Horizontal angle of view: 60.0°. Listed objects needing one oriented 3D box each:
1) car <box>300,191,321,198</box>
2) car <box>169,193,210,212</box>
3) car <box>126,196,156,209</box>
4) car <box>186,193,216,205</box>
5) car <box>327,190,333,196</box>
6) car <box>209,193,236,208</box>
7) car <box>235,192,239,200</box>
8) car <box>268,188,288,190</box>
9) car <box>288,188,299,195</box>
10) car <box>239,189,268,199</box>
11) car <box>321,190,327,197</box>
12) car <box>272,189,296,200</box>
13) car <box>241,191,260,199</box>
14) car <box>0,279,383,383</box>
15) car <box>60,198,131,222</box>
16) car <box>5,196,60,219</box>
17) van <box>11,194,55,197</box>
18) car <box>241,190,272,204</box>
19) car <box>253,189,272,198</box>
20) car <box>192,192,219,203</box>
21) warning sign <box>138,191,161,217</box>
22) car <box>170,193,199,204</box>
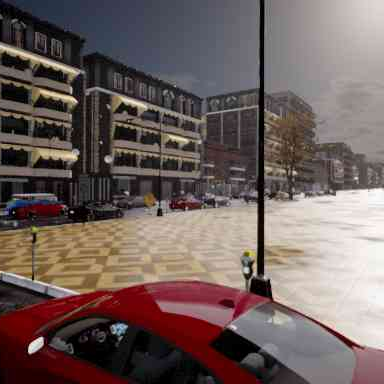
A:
[{"bbox_3d":[24.864,0.455,69.557,2.008,1.369,4.403,2,2,35],"label":"car"},{"bbox_3d":[-0.435,1.140,32.883,1.887,1.381,4.507,2,2,35],"label":"car"},{"bbox_3d":[-6.045,1.120,34.966,2.033,1.411,5.357,1,1,34],"label":"car"},{"bbox_3d":[1.310,0.896,45.595,1.812,1.442,4.674,1,1,35],"label":"car"},{"bbox_3d":[34.350,0.088,83.306,1.967,1.590,4.097,2,2,35],"label":"car"},{"bbox_3d":[2.728,1.059,37.467,2.008,1.369,4.403,2,2,35],"label":"car"},{"bbox_3d":[8.479,0.662,60.563,1.947,1.339,4.313,2,2,35],"label":"car"},{"bbox_3d":[15.679,0.579,60.831,1.837,1.490,4.892,1,1,35],"label":"car"},{"bbox_3d":[24.291,-0.017,83.476,2.192,1.841,5.009,2,2,35],"label":"car"},{"bbox_3d":[9.782,0.727,52.274,2.128,1.511,4.902,1,1,35],"label":"car"},{"bbox_3d":[28.025,0.369,74.140,2.008,1.369,4.403,2,2,35],"label":"car"},{"bbox_3d":[15.474,0.684,55.944,1.752,1.417,4.829,2,2,35],"label":"car"},{"bbox_3d":[11.544,0.538,65.006,1.752,1.417,4.829,2,2,35],"label":"car"},{"bbox_3d":[-0.319,1.545,3.091,4.507,1.381,1.887,0,0,35],"label":"car"},{"bbox_3d":[-6.758,1.337,23.716,1.947,1.339,4.313,2,2,35],"label":"car"},{"bbox_3d":[-12.063,1.304,26.243,1.994,1.385,4.181,1,1,34],"label":"car"},{"bbox_3d":[-13.654,1.046,28.468,1.690,1.788,3.998,2,2,35],"label":"van"},{"bbox_3d":[9.052,0.885,46.636,2.008,1.369,4.403,2,2,35],"label":"car"},{"bbox_3d":[14.806,0.239,69.725,2.192,1.841,5.009,2,2,35],"label":"car"},{"bbox_3d":[2.154,0.819,51.394,2.008,1.369,4.403,2,2,35],"label":"car"},{"bbox_3d":[-3.144,0.858,24.808,1.300,1.860,1.060,-1,0,35],"label":"warning sign"},{"bbox_3d":[-1.008,0.921,46.810,1.947,1.339,4.313,2,2,35],"label":"car"}]
